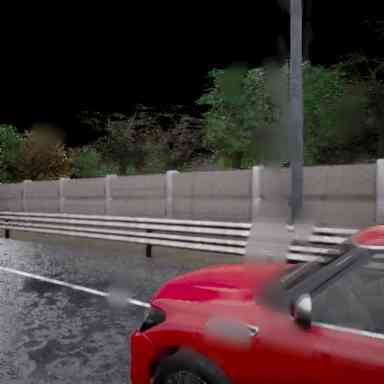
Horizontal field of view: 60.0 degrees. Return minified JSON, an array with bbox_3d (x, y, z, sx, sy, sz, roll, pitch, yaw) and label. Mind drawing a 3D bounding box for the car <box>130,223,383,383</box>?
[{"bbox_3d":[2.029,1.221,2.546,5.566,2.045,2.150,0,0,36],"label":"car"}]
